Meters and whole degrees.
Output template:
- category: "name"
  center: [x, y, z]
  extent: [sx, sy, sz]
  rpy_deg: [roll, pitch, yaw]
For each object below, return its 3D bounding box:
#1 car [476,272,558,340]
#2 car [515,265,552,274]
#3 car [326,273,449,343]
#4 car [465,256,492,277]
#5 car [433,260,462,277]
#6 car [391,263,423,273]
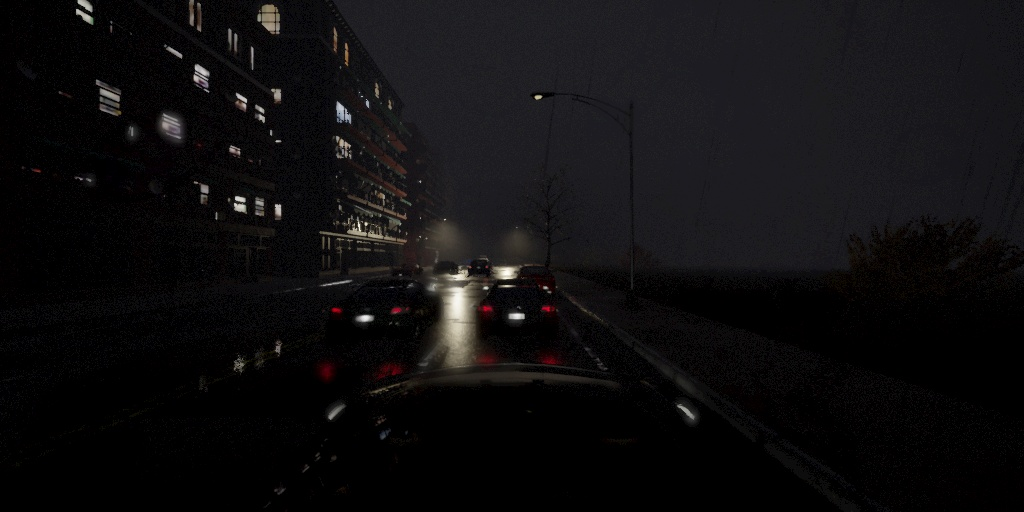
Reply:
- category: "car"
  center: [0.109, 1.315, 9.996]
  extent: [1.994, 1.385, 4.181]
  rpy_deg: [0, 0, 0]
- category: "car"
  center: [1.153, 1.230, 18.916]
  extent: [1.882, 1.535, 5.008]
  rpy_deg: [0, 0, 0]
- category: "car"
  center: [-3.144, 1.315, 9.679]
  extent: [1.994, 1.385, 4.181]
  rpy_deg: [0, 0, 0]
- category: "car"
  center: [-3.118, 1.103, 35.642]
  extent: [2.097, 1.767, 4.553]
  rpy_deg: [0, 0, 0]
- category: "car"
  center: [-6.569, 1.230, 35.931]
  extent: [1.882, 1.535, 5.008]
  rpy_deg: [0, 0, 0]
- category: "car"
  center: [-9.821, 1.353, 33.760]
  extent: [1.895, 1.301, 4.718]
  rpy_deg: [0, 0, 0]
